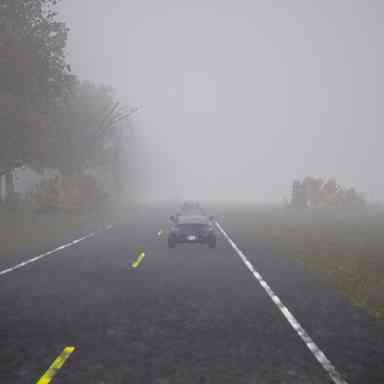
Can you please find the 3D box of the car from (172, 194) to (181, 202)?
[{"bbox_3d":[-3.500,1.259,75.959,2.097,1.767,4.553,0,0,0],"label":"car"}]

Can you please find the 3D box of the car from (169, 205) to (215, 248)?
[{"bbox_3d":[0.000,1.526,14.651,1.812,1.442,4.674,0,0,0],"label":"car"}]

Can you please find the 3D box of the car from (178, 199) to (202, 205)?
[{"bbox_3d":[0.000,1.557,29.652,1.994,1.385,4.181,0,0,0],"label":"car"}]
